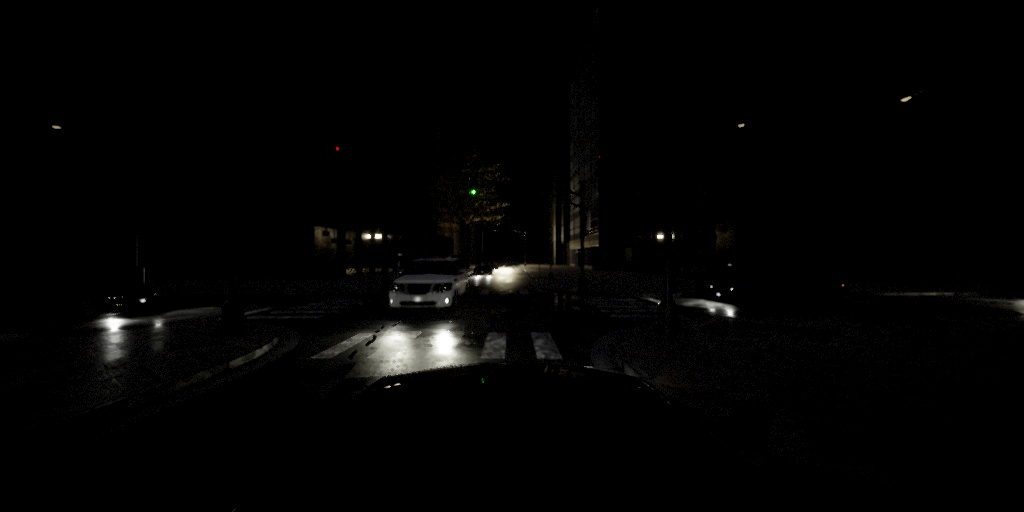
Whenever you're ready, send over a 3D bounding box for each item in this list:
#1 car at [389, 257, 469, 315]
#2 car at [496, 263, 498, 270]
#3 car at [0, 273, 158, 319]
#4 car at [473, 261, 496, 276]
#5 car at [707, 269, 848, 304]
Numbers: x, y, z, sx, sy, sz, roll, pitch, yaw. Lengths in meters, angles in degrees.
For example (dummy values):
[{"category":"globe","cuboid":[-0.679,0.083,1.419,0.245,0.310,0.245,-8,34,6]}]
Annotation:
[{"category":"car","cuboid":[-3.034,1.041,14.268,2.150,2.045,5.566,0,0,0]},{"category":"car","cuboid":[-3.152,1.523,56.220,1.994,1.385,4.181,0,0,0]},{"category":"car","cuboid":[-15.478,1.339,12.686,4.892,1.490,1.837,0,0,0]},{"category":"car","cuboid":[-3.105,1.463,39.506,1.994,1.385,4.181,0,0,0]},{"category":"car","cuboid":[11.738,1.301,15.966,5.357,1.411,2.033,0,0,-4]}]
